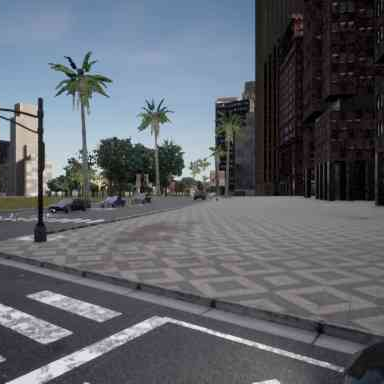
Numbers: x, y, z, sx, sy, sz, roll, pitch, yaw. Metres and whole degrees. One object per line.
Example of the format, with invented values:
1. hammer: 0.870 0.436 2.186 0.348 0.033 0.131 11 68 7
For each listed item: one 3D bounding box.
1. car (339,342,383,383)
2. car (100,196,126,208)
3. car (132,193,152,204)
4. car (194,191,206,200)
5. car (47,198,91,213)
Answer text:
1. car: 3.208 1.505 1.422 4.892 1.490 1.837 0 0 34
2. car: -10.213 1.260 43.564 1.812 1.442 4.674 0 1 13
3. car: -8.088 0.995 53.645 2.097 1.767 4.553 0 1 11
4. car: 1.707 0.692 71.364 2.150 2.045 5.566 0 1 8
5. car: -12.435 1.363 34.170 2.033 1.411 5.357 0 0 14
